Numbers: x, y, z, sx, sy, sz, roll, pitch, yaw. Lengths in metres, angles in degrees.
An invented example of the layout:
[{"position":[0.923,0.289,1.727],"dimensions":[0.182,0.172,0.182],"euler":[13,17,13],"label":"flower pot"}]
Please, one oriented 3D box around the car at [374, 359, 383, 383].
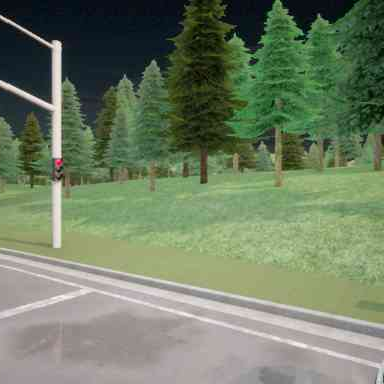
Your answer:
[{"position":[3.388,1.352,1.571],"dimensions":[4.553,1.767,2.097],"euler":[0,0,36],"label":"car"}]
